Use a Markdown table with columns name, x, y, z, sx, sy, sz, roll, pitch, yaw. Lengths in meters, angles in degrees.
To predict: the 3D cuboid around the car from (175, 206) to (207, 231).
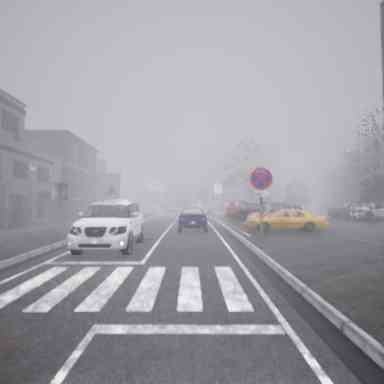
| name | x | y | z | sx | sy | sz | roll | pitch | yaw |
| --- | --- | --- | --- | --- | --- | --- | --- | --- | --- |
| car | 0.041 | 1.836 | 23.124 | 1.882 | 1.535 | 5.008 | 0 | -2 | 0 |

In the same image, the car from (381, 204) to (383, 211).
| name | x | y | z | sx | sy | sz | roll | pitch | yaw |
| --- | --- | --- | --- | --- | --- | --- | --- | --- | --- |
| car | 18.665 | 1.933 | 26.701 | 5.366 | 1.575 | 1.946 | 0 | -2 | -1 |

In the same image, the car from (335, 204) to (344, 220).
| name | x | y | z | sx | sy | sz | roll | pitch | yaw |
| --- | --- | --- | --- | --- | --- | --- | --- | --- | --- |
| car | 18.384 | 2.228 | 35.202 | 4.892 | 1.521 | 2.231 | 0 | -2 | -1 |

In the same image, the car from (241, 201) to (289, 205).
| name | x | y | z | sx | sy | sz | roll | pitch | yaw |
| --- | --- | --- | --- | --- | --- | --- | --- | --- | --- |
| car | 6.260 | 1.750 | 24.704 | 4.553 | 1.767 | 2.185 | 0 | -2 | -1 |

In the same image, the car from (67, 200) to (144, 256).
| name | x | y | z | sx | sy | sz | roll | pitch | yaw |
| --- | --- | --- | --- | --- | --- | --- | --- | --- | --- |
| car | -3.374 | 1.374 | 14.172 | 2.150 | 2.045 | 5.566 | 0 | 0 | 0 |

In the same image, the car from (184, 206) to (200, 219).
| name | x | y | z | sx | sy | sz | roll | pitch | yaw |
| --- | --- | --- | --- | --- | --- | --- | --- | --- | --- |
| car | -0.035 | 2.539 | 40.853 | 1.837 | 1.490 | 4.892 | 0 | -3 | 0 |

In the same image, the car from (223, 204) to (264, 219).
| name | x | y | z | sx | sy | sz | roll | pitch | yaw |
| --- | --- | --- | --- | --- | --- | --- | --- | --- | --- |
| car | 6.089 | 2.285 | 39.876 | 4.553 | 1.767 | 2.185 | 0 | -2 | -1 |

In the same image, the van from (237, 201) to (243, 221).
| name | x | y | z | sx | sy | sz | roll | pitch | yaw |
| --- | --- | --- | --- | --- | --- | --- | --- | --- | --- |
| van | 6.317 | 1.743 | 27.743 | 4.442 | 1.987 | 1.878 | 0 | -2 | -1 |

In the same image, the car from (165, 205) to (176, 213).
| name | x | y | z | sx | sy | sz | roll | pitch | yaw |
| --- | --- | --- | --- | --- | --- | --- | --- | --- | --- |
| car | -3.452 | 2.938 | 55.415 | 2.097 | 1.767 | 4.553 | 0 | -4 | 0 |

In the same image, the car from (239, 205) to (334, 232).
| name | x | y | z | sx | sy | sz | roll | pitch | yaw |
| --- | --- | --- | --- | --- | --- | --- | --- | --- | --- |
| car | 6.070 | 1.796 | 21.782 | 5.366 | 1.575 | 1.946 | 0 | -2 | -1 |

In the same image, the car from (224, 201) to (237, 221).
| name | x | y | z | sx | sy | sz | roll | pitch | yaw |
| --- | --- | --- | --- | --- | --- | --- | --- | --- | --- |
| car | 6.167 | 1.925 | 33.932 | 5.566 | 2.045 | 2.435 | 0 | -2 | -1 |

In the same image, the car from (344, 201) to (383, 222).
| name | x | y | z | sx | sy | sz | roll | pitch | yaw |
| --- | --- | --- | --- | --- | --- | --- | --- | --- | --- |
| car | 18.400 | 1.870 | 32.421 | 5.566 | 2.045 | 2.435 | 0 | -2 | -1 |
